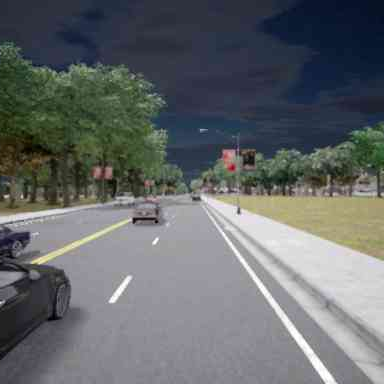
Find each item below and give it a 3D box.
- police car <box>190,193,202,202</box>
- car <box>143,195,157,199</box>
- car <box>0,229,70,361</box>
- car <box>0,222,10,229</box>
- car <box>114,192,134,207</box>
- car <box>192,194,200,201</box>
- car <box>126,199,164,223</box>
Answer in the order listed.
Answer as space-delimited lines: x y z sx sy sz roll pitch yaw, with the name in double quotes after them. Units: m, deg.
0.984 1.229 69.519 1.930 1.638 5.238 0 0 0 "police car"
-6.560 1.193 51.954 2.097 1.767 4.553 0 0 0 "car"
-3.149 1.511 4.236 1.812 1.442 4.674 0 0 0 "car"
-6.599 1.568 9.506 1.895 1.301 4.718 0 0 0 "car"
-9.820 1.070 48.626 2.150 2.045 5.566 0 0 0 "car"
0.986 1.240 79.599 1.801 1.575 5.366 0 0 0 "car"
-3.148 1.467 24.316 2.033 1.411 5.357 0 0 0 "car"
